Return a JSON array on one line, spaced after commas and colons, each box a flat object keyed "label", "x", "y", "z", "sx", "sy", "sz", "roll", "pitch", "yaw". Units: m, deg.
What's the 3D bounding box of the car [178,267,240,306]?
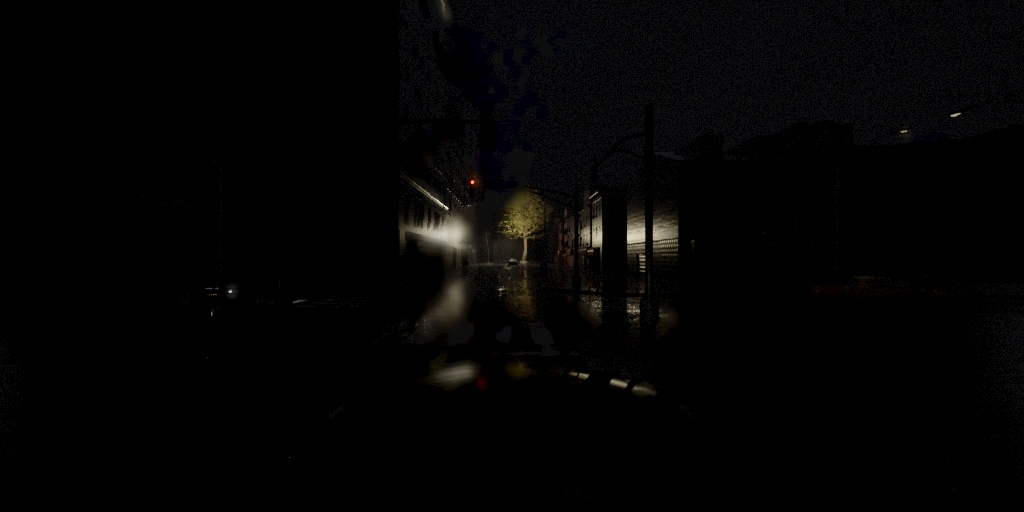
[{"label": "car", "x": -13.764, "y": 1.177, "z": 14.499, "sx": 4.892, "sy": 1.490, "sz": 1.837, "roll": 0, "pitch": 0, "yaw": 0}]

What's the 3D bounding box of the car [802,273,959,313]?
[{"label": "car", "x": 13.898, "y": 1.346, "z": 13.625, "sx": 4.829, "sy": 1.417, "sz": 1.751, "roll": 0, "pitch": 0, "yaw": 0}]
